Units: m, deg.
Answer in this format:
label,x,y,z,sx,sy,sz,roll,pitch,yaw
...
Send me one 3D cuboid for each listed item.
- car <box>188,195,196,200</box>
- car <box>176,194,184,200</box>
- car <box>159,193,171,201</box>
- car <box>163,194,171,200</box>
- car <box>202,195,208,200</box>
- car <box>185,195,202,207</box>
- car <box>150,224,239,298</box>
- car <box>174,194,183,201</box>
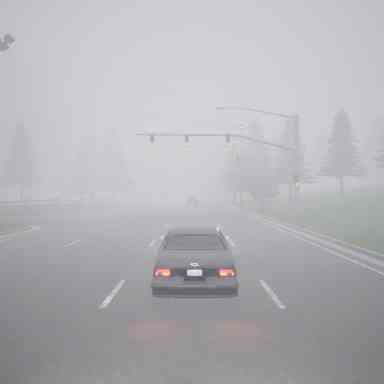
label,x,y,z,sx,sy,sz,roll,pitch,yaw
car,0.046,1.540,94.209,2.033,1.411,5.357,0,0,0
car,-3.454,1.357,93.798,2.128,1.511,4.902,0,0,0
car,-6.959,1.217,83.409,2.150,2.045,5.566,0,0,0
car,-6.954,1.385,93.799,1.994,1.385,4.181,0,0,0
car,3.546,1.500,94.208,1.837,1.490,4.892,0,0,0
car,0.023,1.352,52.733,2.097,1.767,4.553,0,0,0
car,0.070,1.547,8.694,2.033,1.411,5.357,0,0,0
car,-3.459,1.516,83.794,1.812,1.442,4.674,0,0,0
